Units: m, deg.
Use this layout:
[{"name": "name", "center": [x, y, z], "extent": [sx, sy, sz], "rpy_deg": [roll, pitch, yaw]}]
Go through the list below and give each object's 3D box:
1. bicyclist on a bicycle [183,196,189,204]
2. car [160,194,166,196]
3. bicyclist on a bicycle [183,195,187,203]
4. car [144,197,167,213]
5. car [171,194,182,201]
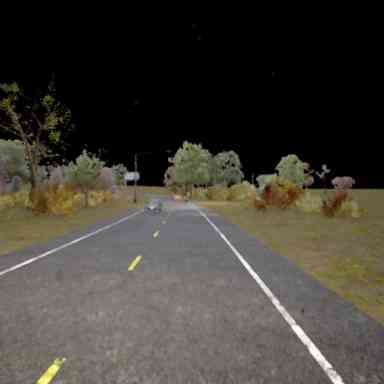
[{"name": "bicyclist on a bicycle", "center": [-0.873, 1.507, 59.058], "extent": [0.866, 1.612, 1.509], "rpy_deg": [0, -1, -3]}, {"name": "car", "center": [-6.738, 1.204, 78.876], "extent": [1.837, 1.490, 4.892], "rpy_deg": [0, 0, -5]}, {"name": "bicyclist on a bicycle", "center": [-1.459, 1.513, 68.225], "extent": [0.866, 1.612, 1.509], "rpy_deg": [0, 0, -4]}, {"name": "car", "center": [-4.393, 1.549, 38.332], "extent": [2.128, 1.511, 4.902], "rpy_deg": [0, 0, -2]}, {"name": "car", "center": [-3.669, 1.410, 84.223], "extent": [2.097, 1.767, 4.553], "rpy_deg": [0, 0, -5]}]
